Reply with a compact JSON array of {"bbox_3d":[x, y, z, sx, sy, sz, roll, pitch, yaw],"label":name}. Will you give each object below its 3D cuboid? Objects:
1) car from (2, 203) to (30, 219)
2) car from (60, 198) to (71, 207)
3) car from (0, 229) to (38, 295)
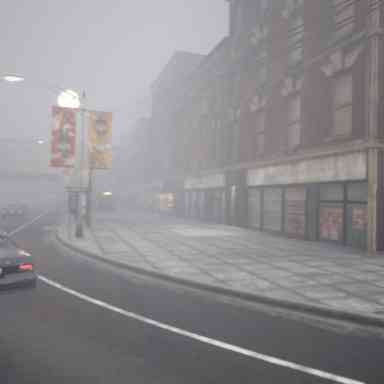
[{"bbox_3d":[-16.395,1.774,31.175,2.033,1.411,5.357,2,-1,-19],"label":"car"},{"bbox_3d":[-31.101,2.366,81.735,2.231,1.521,4.892,2,-1,-10],"label":"car"},{"bbox_3d":[-5.535,1.586,8.285,2.033,1.411,5.357,2,-2,-42],"label":"car"}]
